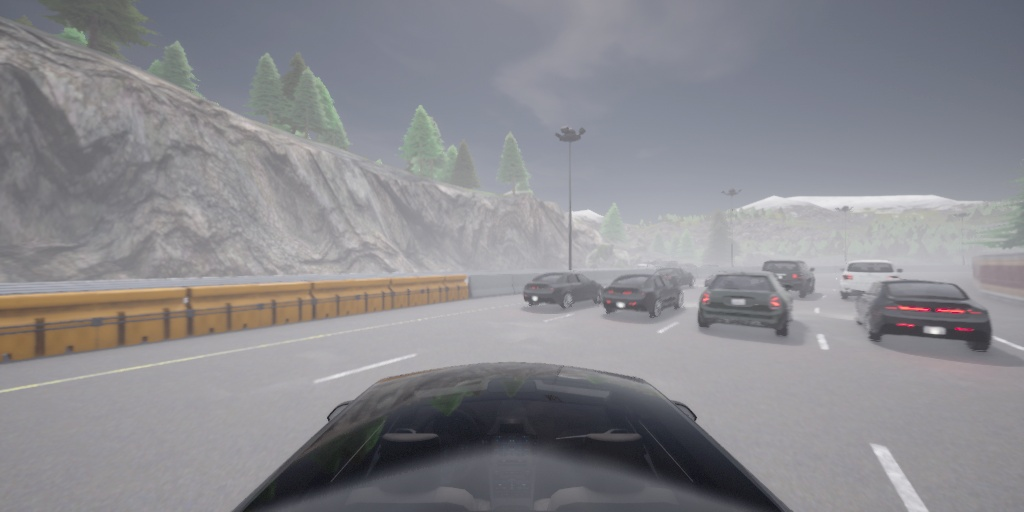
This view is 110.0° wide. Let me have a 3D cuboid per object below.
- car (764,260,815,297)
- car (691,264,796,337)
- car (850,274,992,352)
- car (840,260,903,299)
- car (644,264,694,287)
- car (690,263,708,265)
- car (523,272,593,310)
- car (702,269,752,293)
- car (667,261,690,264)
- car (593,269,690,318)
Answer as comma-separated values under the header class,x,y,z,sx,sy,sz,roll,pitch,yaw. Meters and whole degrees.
class,x,y,z,sx,sy,sz,roll,pitch,yaw
car,16.399,1.263,21.383,5.566,2.045,2.150,0,-1,-45
car,7.348,1.244,11.158,2.097,1.767,4.553,-1,-1,39
car,10.486,1.371,9.465,1.837,1.490,4.892,-1,-1,40
car,19.000,1.232,19.035,5.566,2.045,2.150,0,-1,-45
car,12.113,1.620,26.962,4.892,1.490,1.837,0,-1,-45
car,29.908,2.024,54.920,4.892,1.490,1.837,0,-1,-33
car,2.454,1.461,16.216,1.837,1.490,4.892,-1,-1,40
car,14.934,1.651,24.825,4.181,1.385,1.994,1,-1,-44
car,27.558,1.908,57.568,4.553,1.767,2.097,1,-1,-33
car,5.244,1.434,14.102,1.837,1.490,4.892,-1,-1,40
